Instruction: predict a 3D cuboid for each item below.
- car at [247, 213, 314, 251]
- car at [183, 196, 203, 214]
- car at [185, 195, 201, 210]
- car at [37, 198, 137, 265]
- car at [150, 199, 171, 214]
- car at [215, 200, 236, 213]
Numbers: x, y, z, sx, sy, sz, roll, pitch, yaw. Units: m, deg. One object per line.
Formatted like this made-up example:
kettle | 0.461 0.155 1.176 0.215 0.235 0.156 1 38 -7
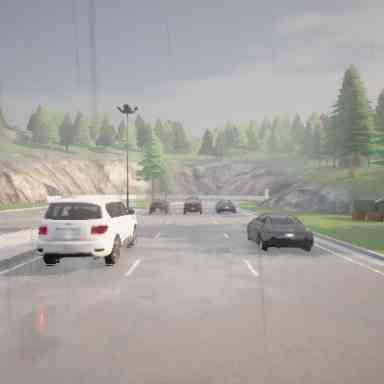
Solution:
car | 3.600 1.564 14.214 1.994 1.385 4.181 0 0 0
car | 0.092 1.477 35.008 1.882 1.535 5.008 0 0 0
car | 0.181 1.352 44.244 2.097 1.767 4.553 0 0 1
car | -3.399 1.221 11.824 2.150 2.045 5.566 0 0 0
car | -3.399 1.503 35.457 1.837 1.490 4.892 0 -1 0
car | 3.602 1.563 36.382 1.994 1.385 4.181 0 0 0
